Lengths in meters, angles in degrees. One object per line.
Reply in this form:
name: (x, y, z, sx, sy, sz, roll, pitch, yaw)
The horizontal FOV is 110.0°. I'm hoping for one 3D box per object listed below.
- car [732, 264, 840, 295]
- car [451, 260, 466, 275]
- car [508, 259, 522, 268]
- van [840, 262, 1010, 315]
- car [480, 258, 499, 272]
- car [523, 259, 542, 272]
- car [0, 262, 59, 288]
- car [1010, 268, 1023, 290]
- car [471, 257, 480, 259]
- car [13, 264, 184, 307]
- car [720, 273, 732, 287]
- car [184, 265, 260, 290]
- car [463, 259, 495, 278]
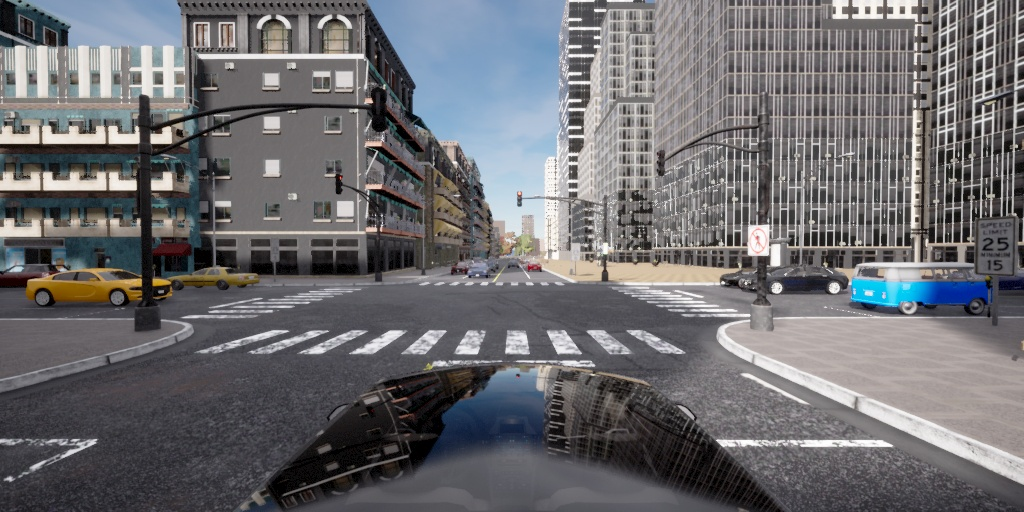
car: (14.641, 1.194, 18.718, 4.892, 1.490, 1.837, 0, 1, 0)
car: (-5.582, 1.289, 39.409, 1.888, 1.381, 4.507, 0, 0, 0)
car: (0.273, 1.294, 61.971, 2.033, 1.411, 5.357, 0, 0, 0)
van: (14.721, 1.117, 12.939, 3.998, 1.789, 1.690, 0, 0, 0)
car: (-2.976, 1.308, 43.991, 1.994, 1.385, 4.181, 0, 0, 0)
car: (2.782, 1.289, 45.091, 1.888, 1.381, 4.507, 0, 0, 0)
car: (-28.724, 1.190, 21.375, 4.097, 1.591, 1.967, 0, 0, 0)
car: (24.713, 1.196, 18.703, 4.674, 1.442, 1.812, 0, 1, 0)
car: (-5.566, 1.184, 45.058, 1.967, 1.591, 4.097, 0, 0, 0)
car: (-17.724, 1.287, 15.557, 5.008, 1.535, 1.882, 0, 1, 0)
car: (14.732, 1.216, 21.320, 4.313, 1.339, 1.948, 0, 0, 0)
car: (-17.826, 1.247, 21.361, 4.829, 1.417, 1.751, 0, 0, 0)
car: (-3.007, 1.292, 33.958, 2.033, 1.411, 5.357, 0, 0, 0)
